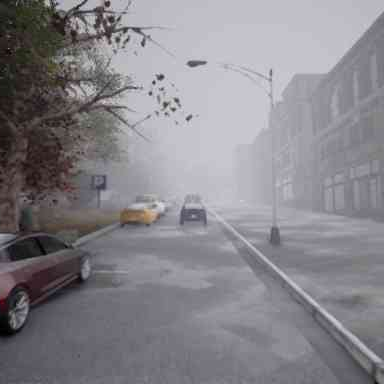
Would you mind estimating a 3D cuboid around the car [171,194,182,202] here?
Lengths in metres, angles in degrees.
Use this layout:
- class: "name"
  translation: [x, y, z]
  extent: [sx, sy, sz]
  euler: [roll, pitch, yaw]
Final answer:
- class: "car"
  translation: [-3.665, 1.487, 79.111]
  extent: [2.185, 1.767, 4.553]
  euler: [0, 0, 2]

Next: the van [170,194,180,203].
- class: "van"
  translation: [-3.659, 1.375, 73.688]
  extent: [1.878, 1.987, 4.442]
  euler: [0, 0, 2]

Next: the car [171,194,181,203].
- class: "car"
  translation: [-3.662, 1.439, 56.828]
  extent: [2.185, 1.767, 4.553]
  euler: [0, 0, 2]

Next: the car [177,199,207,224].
- class: "car"
  translation: [0.097, 1.511, 25.185]
  extent: [1.882, 1.535, 5.008]
  euler: [0, 0, 0]

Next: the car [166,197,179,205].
- class: "car"
  translation: [-3.661, 1.617, 62.427]
  extent: [2.002, 1.452, 4.674]
  euler: [0, 0, 2]

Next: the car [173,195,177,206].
- class: "car"
  translation: [-3.659, 1.542, 45.713]
  extent: [2.097, 1.535, 5.008]
  euler: [0, 0, 2]

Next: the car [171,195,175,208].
- class: "car"
  translation: [-3.651, 1.530, 40.333]
  extent: [1.946, 1.575, 5.366]
  euler: [0, 0, 2]

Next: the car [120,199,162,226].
- class: "car"
  translation: [-3.656, 1.511, 23.432]
  extent: [2.097, 1.535, 5.008]
  euler: [0, 0, 2]

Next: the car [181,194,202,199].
- class: "car"
  translation: [0.100, 1.279, 42.507]
  extent: [2.150, 2.045, 5.566]
  euler: [0, 0, 0]

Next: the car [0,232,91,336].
- class: "car"
  translation: [-3.653, 1.521, 6.754]
  extent: [2.163, 1.488, 4.792]
  euler: [0, 0, 2]

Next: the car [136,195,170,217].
- class: "car"
  translation: [-3.656, 1.266, 29.037]
  extent: [2.435, 2.045, 5.566]
  euler: [0, 0, 2]
